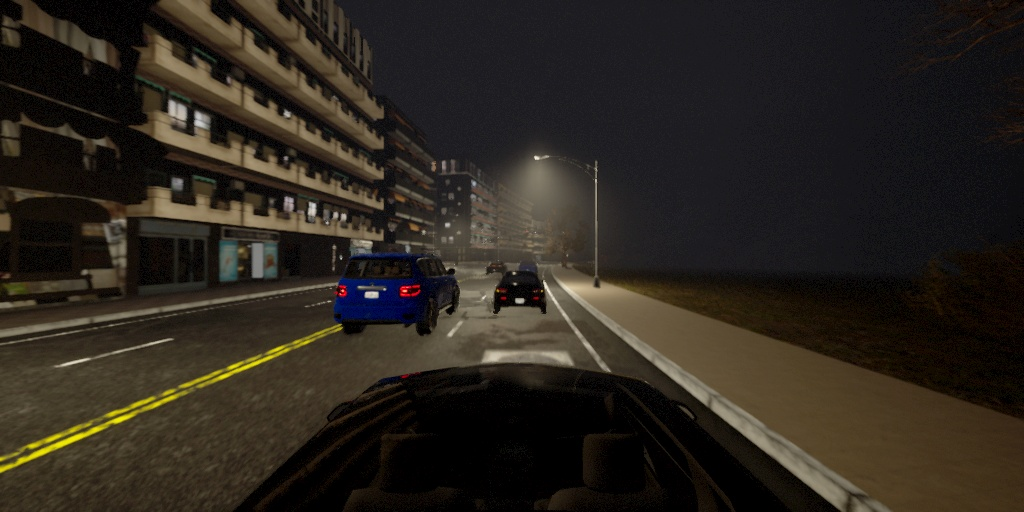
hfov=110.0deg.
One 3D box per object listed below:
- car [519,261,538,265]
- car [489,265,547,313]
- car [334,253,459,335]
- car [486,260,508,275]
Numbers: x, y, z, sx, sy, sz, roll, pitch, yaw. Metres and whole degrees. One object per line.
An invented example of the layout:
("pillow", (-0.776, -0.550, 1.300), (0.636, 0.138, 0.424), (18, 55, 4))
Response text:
("car", (1.675, 1.201, 37.026), (1.882, 1.535, 5.008), (0, 0, 5))
("car", (0.318, 1.254, 13.730), (1.812, 1.442, 4.674), (0, 0, 2))
("car", (-3.033, 0.948, 10.604), (2.150, 2.045, 5.566), (0, 0, 1))
("car", (-1.535, 1.209, 37.612), (2.128, 1.511, 4.902), (0, 0, 5))
